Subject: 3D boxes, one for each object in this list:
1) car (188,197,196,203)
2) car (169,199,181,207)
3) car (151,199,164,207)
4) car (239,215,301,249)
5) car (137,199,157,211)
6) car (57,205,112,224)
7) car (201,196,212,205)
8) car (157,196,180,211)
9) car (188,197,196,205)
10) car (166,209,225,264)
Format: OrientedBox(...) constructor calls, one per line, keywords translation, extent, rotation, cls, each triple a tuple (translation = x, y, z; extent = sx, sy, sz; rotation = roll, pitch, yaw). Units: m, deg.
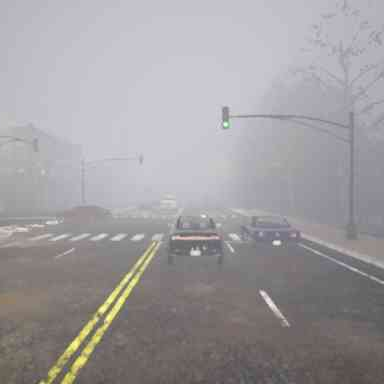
OrientedBox(translation=(0.011, 1.965, 82.796), extent=(1.882, 1.535, 5.008), rotation=(0, 0, 0), cls="car")
OrientedBox(translation=(-3.248, 2.112, 64.308), extent=(1.895, 1.301, 4.718), rotation=(0, 0, 0), cls="car")
OrientedBox(translation=(-6.509, 2.069, 63.584), extent=(1.994, 1.385, 4.181), rotation=(0, 0, 0), cls="car")
OrientedBox(translation=(3.353, 1.726, 15.318), extent=(1.895, 1.301, 4.718), rotation=(0, 0, 0), cls="car")
OrientedBox(translation=(-6.576, 1.981, 47.526), extent=(1.895, 1.301, 4.718), rotation=(0, 0, 0), cls="car")
OrientedBox(translation=(-8.704, 1.758, 26.976), extent=(4.674, 1.442, 1.812), rotation=(-1, -1, 21), cls="car")
OrientedBox(translation=(3.259, 2.106, 72.376), extent=(2.033, 1.411, 5.357), rotation=(0, 0, 0), cls="car")
OrientedBox(translation=(-3.326, 1.609, 48.497), extent=(2.150, 2.045, 5.566), rotation=(0, 0, 0), cls="car")
OrientedBox(translation=(0.009, 2.044, 72.377), extent=(1.882, 1.535, 5.008), rotation=(0, 0, 0), cls="car")
OrientedBox(translation=(0.104, 1.591, 12.149), extent=(2.128, 1.511, 4.902), rotation=(0, 0, 0), cls="car")
